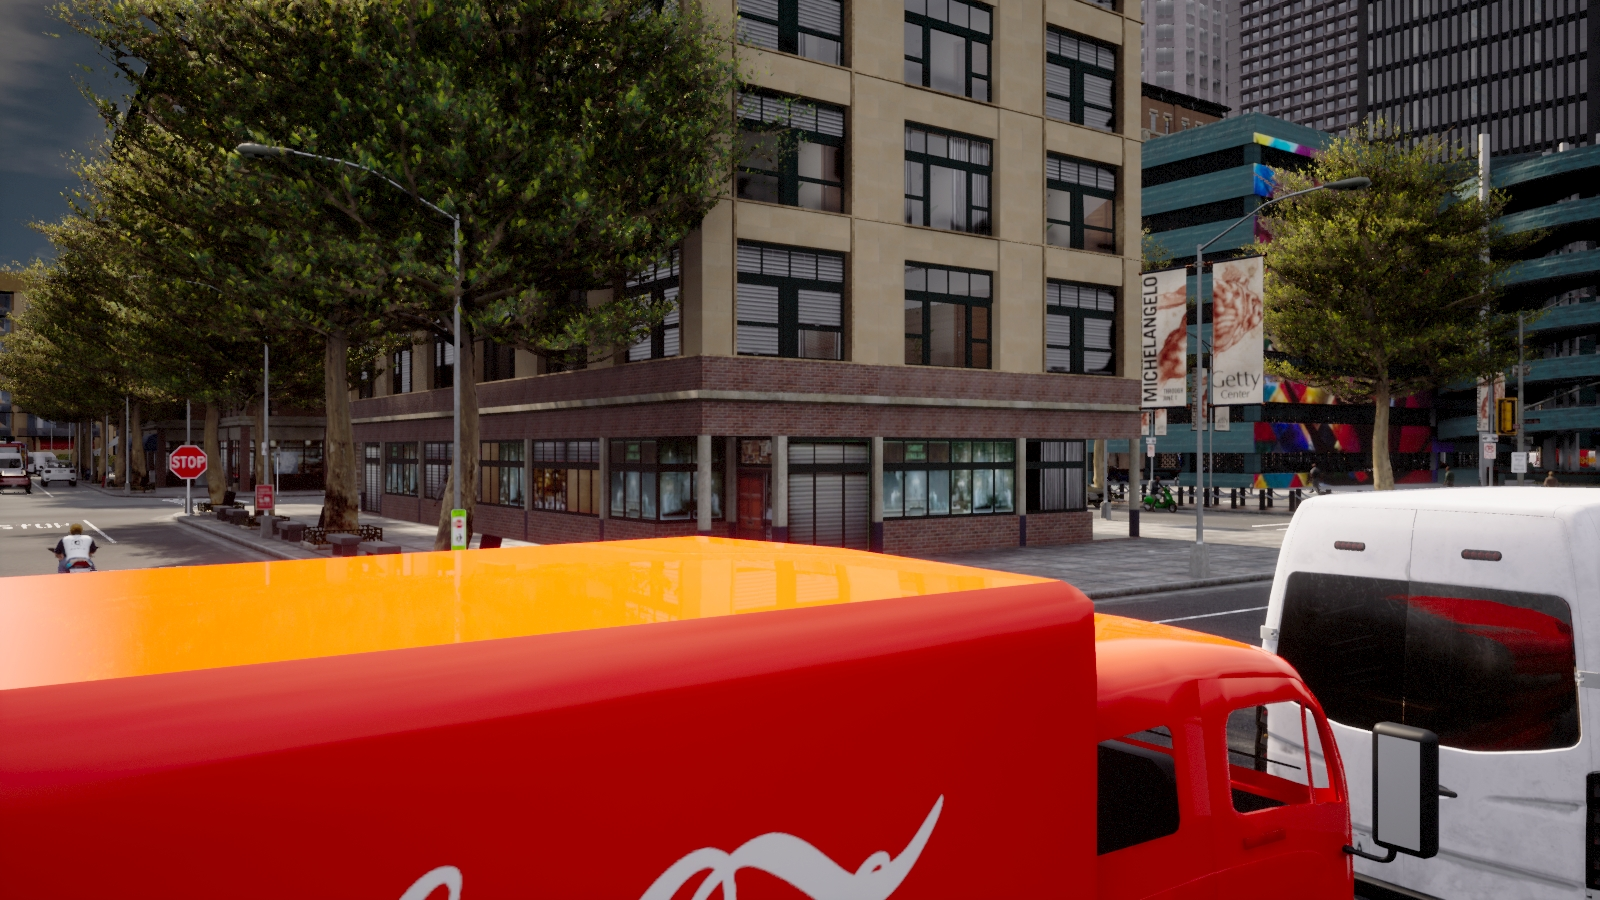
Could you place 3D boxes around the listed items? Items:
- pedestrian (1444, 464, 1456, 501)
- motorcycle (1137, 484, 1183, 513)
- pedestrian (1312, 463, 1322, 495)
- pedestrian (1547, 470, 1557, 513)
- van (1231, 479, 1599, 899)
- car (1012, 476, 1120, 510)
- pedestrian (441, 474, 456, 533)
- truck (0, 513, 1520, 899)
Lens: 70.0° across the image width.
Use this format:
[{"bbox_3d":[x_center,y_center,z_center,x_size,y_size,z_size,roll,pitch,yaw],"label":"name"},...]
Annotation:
[{"bbox_3d":[33.435,1.673,58.745,0.375,1.860,0.375,0,0,-27],"label":"pedestrian"},{"bbox_3d":[16.126,2.166,51.225,0.856,1.236,1.805,0,0,-35],"label":"motorcycle"},{"bbox_3d":[29.731,1.673,65.743,0.375,1.860,0.375,0,0,-29],"label":"pedestrian"},{"bbox_3d":[33.164,1.827,50.375,0.375,1.860,0.375,0,0,34],"label":"pedestrian"},{"bbox_3d":[5.568,1.531,7.705,5.915,2.561,1.988,0,0,-35],"label":"van"},{"bbox_3d":[12.913,2.045,55.772,2.231,1.480,4.892,0,0,-35],"label":"car"},{"bbox_3d":[-11.156,1.691,36.249,0.375,1.860,0.375,0,0,-36],"label":"pedestrian"},{"bbox_3d":[-0.425,1.567,3.494,5.204,2.467,2.627,0,0,-35],"label":"truck"}]
